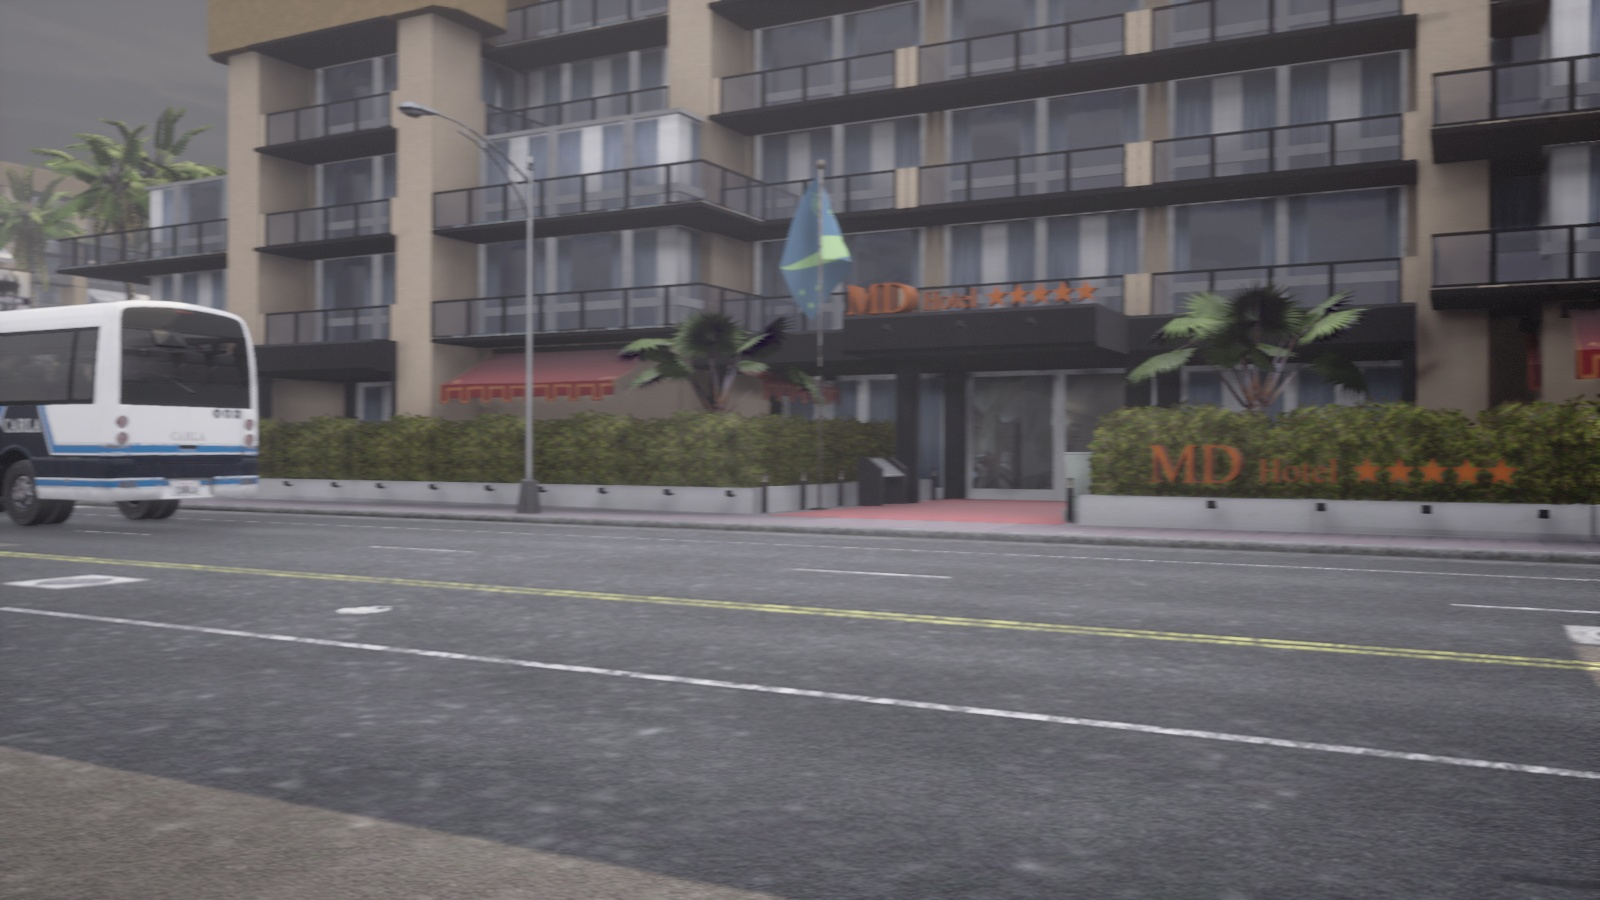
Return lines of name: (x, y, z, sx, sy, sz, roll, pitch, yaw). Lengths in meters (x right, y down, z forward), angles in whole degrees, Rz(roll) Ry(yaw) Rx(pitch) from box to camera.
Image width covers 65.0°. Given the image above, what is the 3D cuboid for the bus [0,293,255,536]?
bus: (-16.516, -0.617, 26.101, 10.273, 4.253, 3.944, 0, 0, 28)
